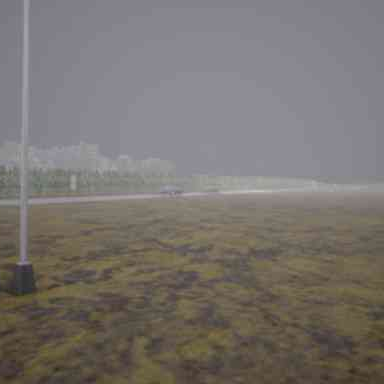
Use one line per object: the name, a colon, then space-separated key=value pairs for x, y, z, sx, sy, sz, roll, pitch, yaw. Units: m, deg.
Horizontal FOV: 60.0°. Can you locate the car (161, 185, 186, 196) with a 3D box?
car: x=-2.998 y=-0.318 z=55.304 sx=2.097 sy=1.767 sz=4.553 roll=3 pitch=3 yaw=36

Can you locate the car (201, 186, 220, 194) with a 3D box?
car: x=3.697 y=-0.440 z=64.605 sx=2.128 sy=1.511 sz=4.902 roll=3 pitch=3 yaw=36
